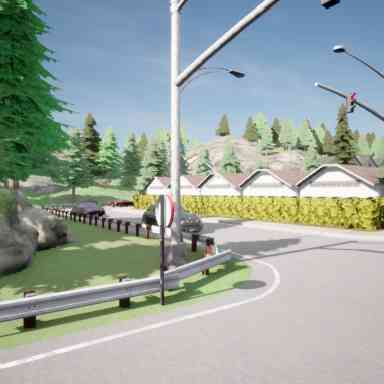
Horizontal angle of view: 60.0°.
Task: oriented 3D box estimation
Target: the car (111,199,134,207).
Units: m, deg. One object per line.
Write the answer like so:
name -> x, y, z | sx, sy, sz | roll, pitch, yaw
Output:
car -> -11.010, 1.777, 53.305 | 1.895, 1.301, 4.718 | 0, 0, 33

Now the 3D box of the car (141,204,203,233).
car -> -1.304, 1.544, 20.485 | 2.097, 1.767, 4.553 | 0, 0, -35

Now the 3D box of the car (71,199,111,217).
car -> -10.406, 1.739, 33.360 | 2.033, 1.411, 5.357 | 0, 0, -36
